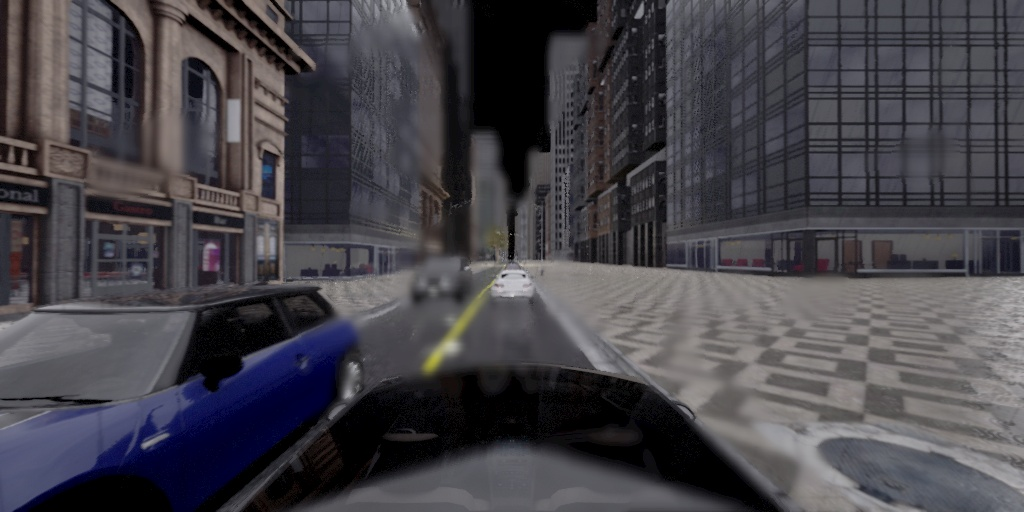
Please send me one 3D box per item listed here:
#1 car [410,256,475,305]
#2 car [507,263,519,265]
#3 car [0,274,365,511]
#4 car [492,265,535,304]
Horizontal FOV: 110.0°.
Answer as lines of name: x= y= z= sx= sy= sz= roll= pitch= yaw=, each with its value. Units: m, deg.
car: x=-3.064 y=1.033 z=16.932 sx=2.150 sy=2.045 sz=5.566 roll=0 pitch=0 yaw=1
car: x=0.069 y=1.445 z=40.153 sx=2.033 sy=1.411 sz=5.357 roll=0 pitch=0 yaw=0
car: x=-3.084 y=1.108 z=3.043 sx=2.097 sy=1.767 sz=4.553 roll=0 pitch=0 yaw=0
car: x=0.066 y=1.336 z=16.631 sx=1.812 sy=1.442 sz=4.674 roll=0 pitch=0 yaw=0
